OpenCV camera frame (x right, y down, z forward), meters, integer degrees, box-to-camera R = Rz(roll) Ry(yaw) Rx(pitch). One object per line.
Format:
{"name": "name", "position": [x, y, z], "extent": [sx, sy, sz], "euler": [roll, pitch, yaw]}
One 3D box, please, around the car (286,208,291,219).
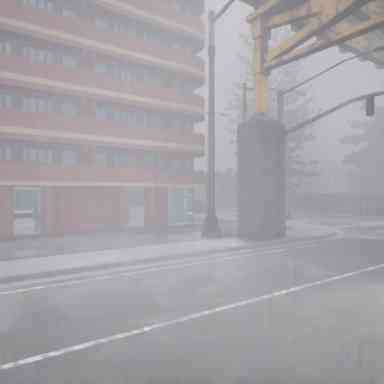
{"name": "car", "position": [6.239, 1.514, 28.463], "extent": [1.812, 1.442, 4.674], "euler": [0, 0, -36]}

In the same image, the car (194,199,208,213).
{"name": "car", "position": [0.276, 1.466, 36.833], "extent": [1.882, 1.535, 5.008], "euler": [0, 0, -36]}
